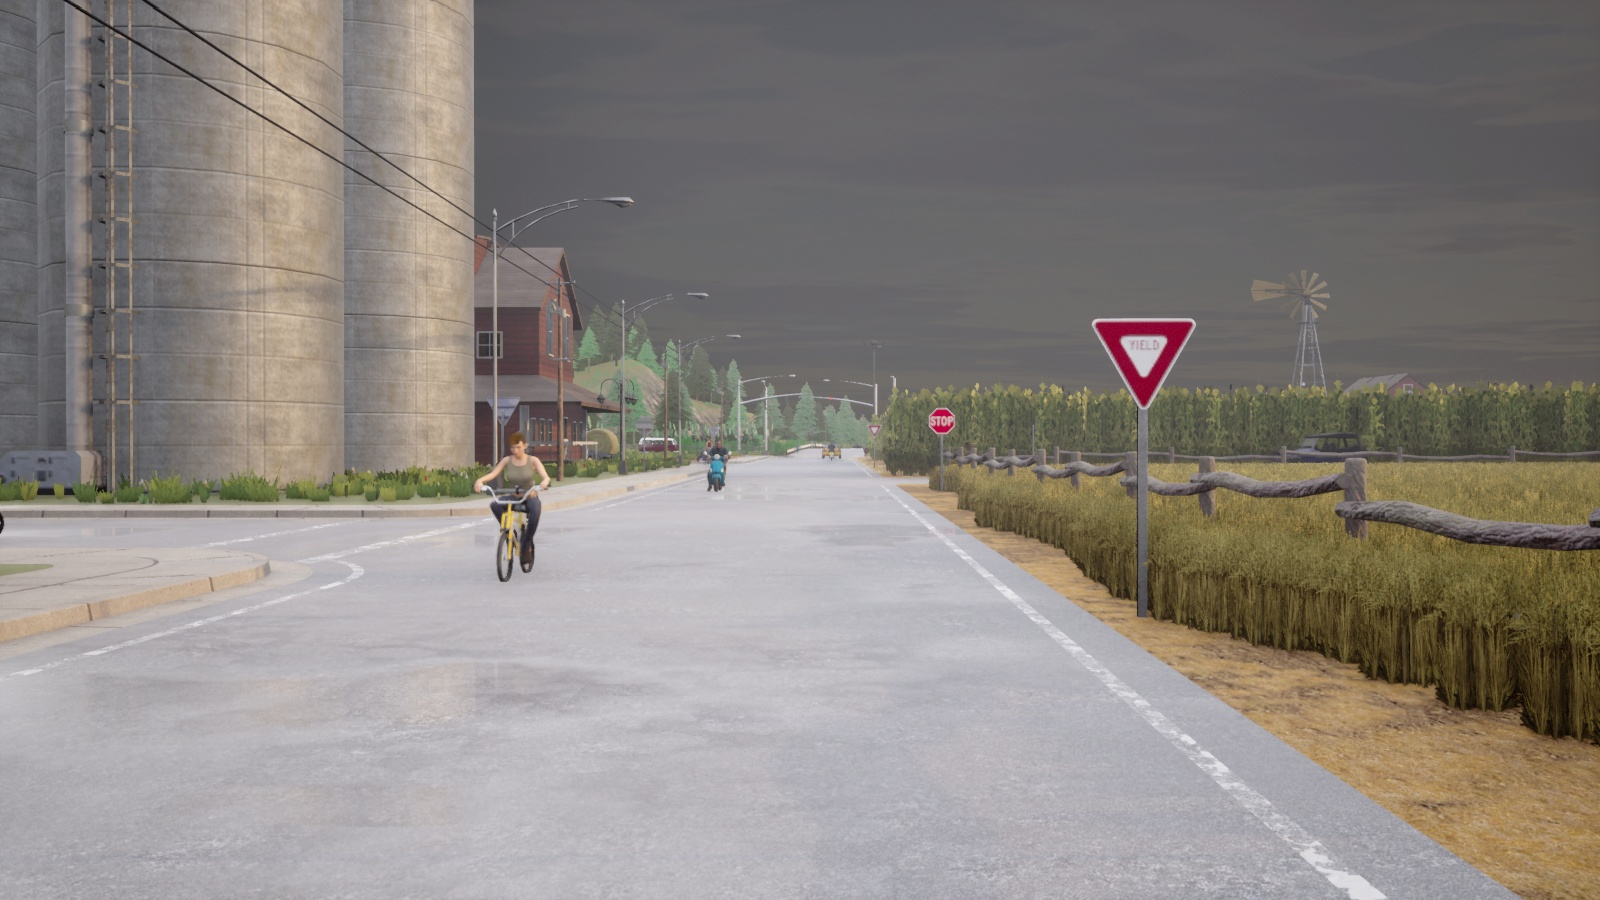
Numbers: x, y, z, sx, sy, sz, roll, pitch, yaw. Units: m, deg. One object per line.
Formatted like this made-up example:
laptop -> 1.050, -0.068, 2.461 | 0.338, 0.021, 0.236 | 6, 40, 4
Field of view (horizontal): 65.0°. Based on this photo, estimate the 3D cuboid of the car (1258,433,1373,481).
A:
car -> 20.653, 0.270, 50.411 | 3.866, 1.878, 1.905 | 0, 0, 2

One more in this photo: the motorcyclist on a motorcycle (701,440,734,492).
motorcyclist on a motorcycle -> -2.525, 0.479, 38.758 | 0.866, 1.590, 1.817 | 0, 0, 1

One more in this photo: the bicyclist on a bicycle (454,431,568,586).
bicyclist on a bicycle -> -3.147, 0.602, 13.831 | 0.866, 1.612, 1.509 | 0, 0, 2

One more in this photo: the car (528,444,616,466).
car -> -14.814, 0.293, 81.852 | 5.357, 1.411, 2.033 | 0, 0, 1

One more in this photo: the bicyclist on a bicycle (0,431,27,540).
bicyclist on a bicycle -> -12.689, 0.563, 18.891 | 1.509, 1.612, 0.866 | -3, 0, 0
